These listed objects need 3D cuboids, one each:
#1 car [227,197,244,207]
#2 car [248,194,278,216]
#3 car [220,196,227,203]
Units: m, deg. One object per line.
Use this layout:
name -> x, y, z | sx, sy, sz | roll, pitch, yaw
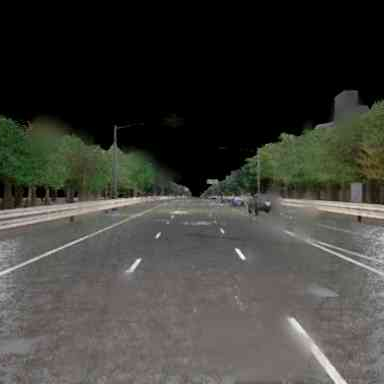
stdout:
car -> 7.033, 1.552, 52.122 | 1.812, 1.442, 4.674 | 0, 0, 0
car -> 7.002, 1.225, 33.153 | 2.150, 2.045, 5.566 | 0, 0, 0
car -> 7.105, 1.663, 71.497 | 1.812, 1.442, 4.674 | 0, 0, 0
